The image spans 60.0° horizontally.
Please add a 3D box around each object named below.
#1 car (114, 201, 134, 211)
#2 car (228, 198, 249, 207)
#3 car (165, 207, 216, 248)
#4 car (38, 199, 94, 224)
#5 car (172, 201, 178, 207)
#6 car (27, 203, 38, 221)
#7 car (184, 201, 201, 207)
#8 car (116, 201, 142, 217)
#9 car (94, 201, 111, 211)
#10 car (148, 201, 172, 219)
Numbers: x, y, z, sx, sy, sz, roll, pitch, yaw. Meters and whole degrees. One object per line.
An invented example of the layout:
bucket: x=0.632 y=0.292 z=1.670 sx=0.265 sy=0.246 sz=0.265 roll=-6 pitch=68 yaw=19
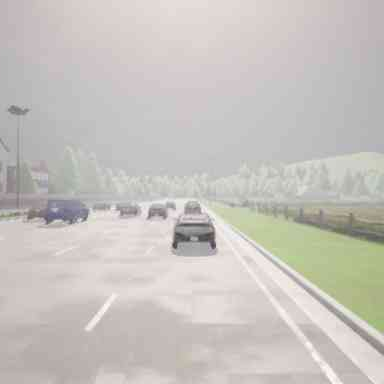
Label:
car: x=-10.417 y=2.131 z=51.611 sx=2.128 sy=1.511 sz=4.902 roll=0 pitch=-1 yaw=0
car: x=8.900 y=1.997 z=63.599 sx=3.866 sy=1.878 sz=1.905 roll=0 pitch=-1 yaw=0
car: x=0.096 y=1.689 z=15.838 sx=2.128 sy=1.511 sz=4.902 roll=0 pitch=-1 yaw=0
car: x=-10.409 y=1.571 z=27.945 sx=2.150 sy=2.045 sz=5.566 roll=0 pitch=-1 yaw=0
car: x=-3.418 y=2.157 z=52.766 sx=1.837 sy=1.490 sz=4.892 roll=0 pitch=-1 yaw=0
car: x=-13.910 y=1.753 z=32.109 sx=2.097 sy=1.767 sz=4.553 roll=0 pitch=-1 yaw=0
car: x=0.087 y=1.875 z=42.330 sx=2.097 sy=1.767 sz=4.553 roll=0 pitch=-1 yaw=0
car: x=-6.912 y=1.963 z=37.885 sx=2.128 sy=1.511 sz=4.902 roll=0 pitch=-1 yaw=0
car: x=-13.917 y=2.132 z=51.574 sx=2.128 sy=1.511 sz=4.902 roll=0 pitch=-1 yaw=0
car: x=-3.411 y=1.931 z=34.235 sx=1.837 sy=1.490 sz=4.892 roll=0 pitch=0 yaw=0
